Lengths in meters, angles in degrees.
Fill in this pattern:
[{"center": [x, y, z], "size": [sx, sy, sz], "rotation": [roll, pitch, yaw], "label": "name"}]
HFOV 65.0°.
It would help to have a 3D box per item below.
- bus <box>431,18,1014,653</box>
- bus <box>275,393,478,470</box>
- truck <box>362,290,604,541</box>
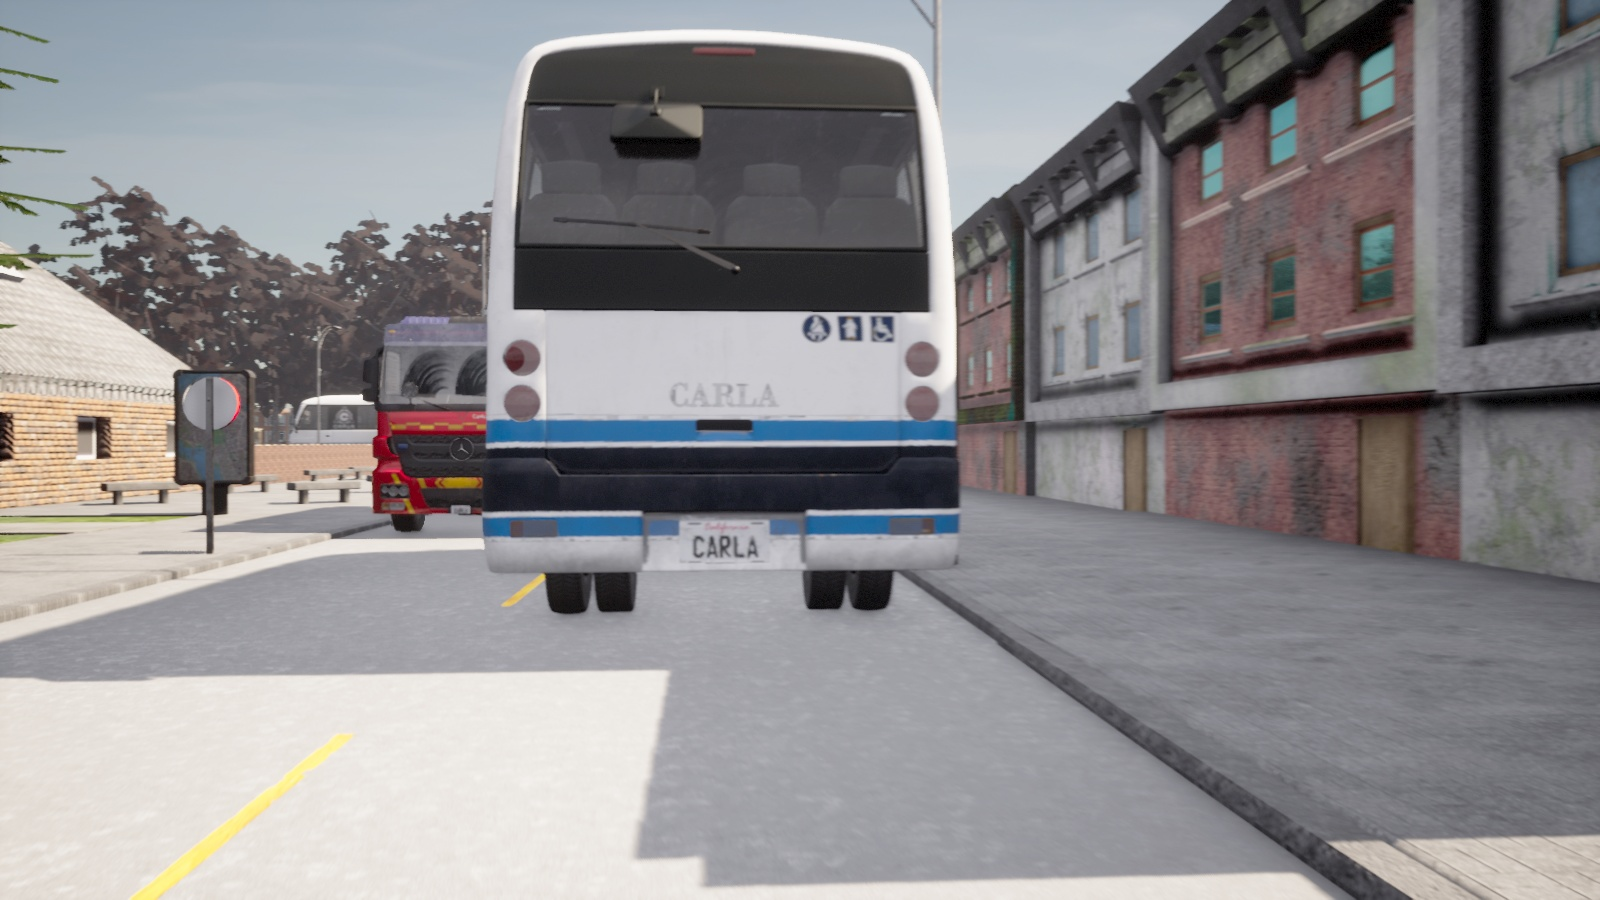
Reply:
[{"center": [-0.857, -0.705, 13.654], "size": [3.944, 4.253, 10.273], "rotation": [0, -1, -4], "label": "bus"}, {"center": [-23.852, -1.017, 71.289], "size": [10.273, 4.253, 3.944], "rotation": [0, 0, -5], "label": "bus"}, {"center": [-5.498, -0.546, 23.452], "size": [2.891, 3.827, 8.468], "rotation": [0, 0, -4], "label": "truck"}]
